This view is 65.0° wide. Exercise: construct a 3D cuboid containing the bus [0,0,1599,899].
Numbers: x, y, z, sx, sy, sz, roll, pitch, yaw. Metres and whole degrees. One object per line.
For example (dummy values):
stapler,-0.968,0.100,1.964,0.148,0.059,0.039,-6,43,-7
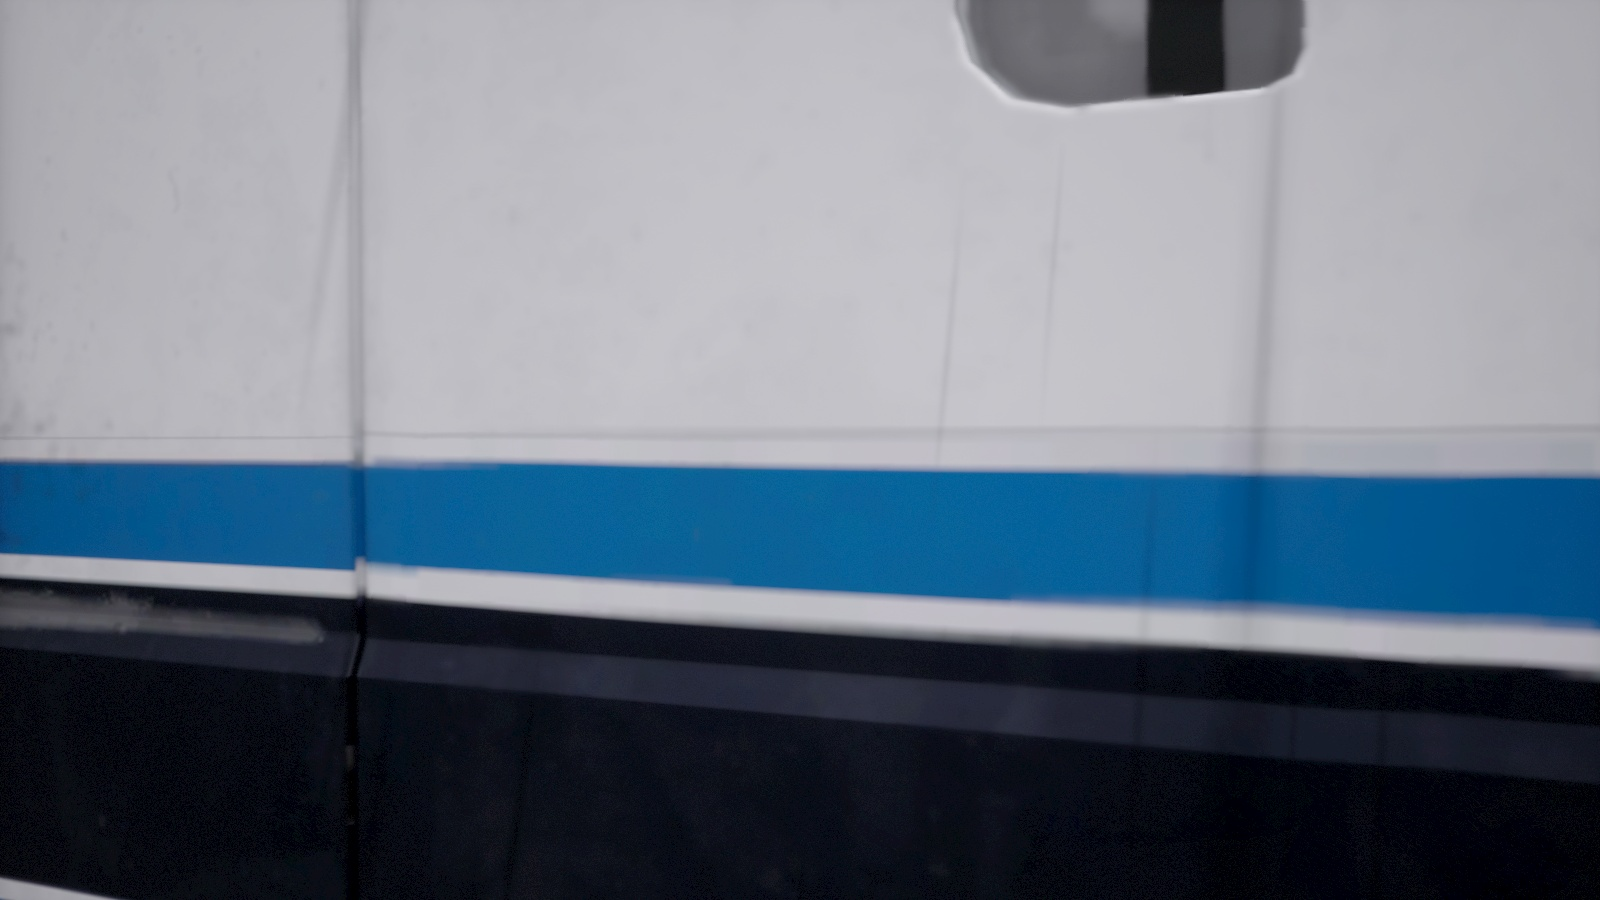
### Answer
bus,-0.684,-0.603,3.344,10.273,4.253,3.944,1,1,22
